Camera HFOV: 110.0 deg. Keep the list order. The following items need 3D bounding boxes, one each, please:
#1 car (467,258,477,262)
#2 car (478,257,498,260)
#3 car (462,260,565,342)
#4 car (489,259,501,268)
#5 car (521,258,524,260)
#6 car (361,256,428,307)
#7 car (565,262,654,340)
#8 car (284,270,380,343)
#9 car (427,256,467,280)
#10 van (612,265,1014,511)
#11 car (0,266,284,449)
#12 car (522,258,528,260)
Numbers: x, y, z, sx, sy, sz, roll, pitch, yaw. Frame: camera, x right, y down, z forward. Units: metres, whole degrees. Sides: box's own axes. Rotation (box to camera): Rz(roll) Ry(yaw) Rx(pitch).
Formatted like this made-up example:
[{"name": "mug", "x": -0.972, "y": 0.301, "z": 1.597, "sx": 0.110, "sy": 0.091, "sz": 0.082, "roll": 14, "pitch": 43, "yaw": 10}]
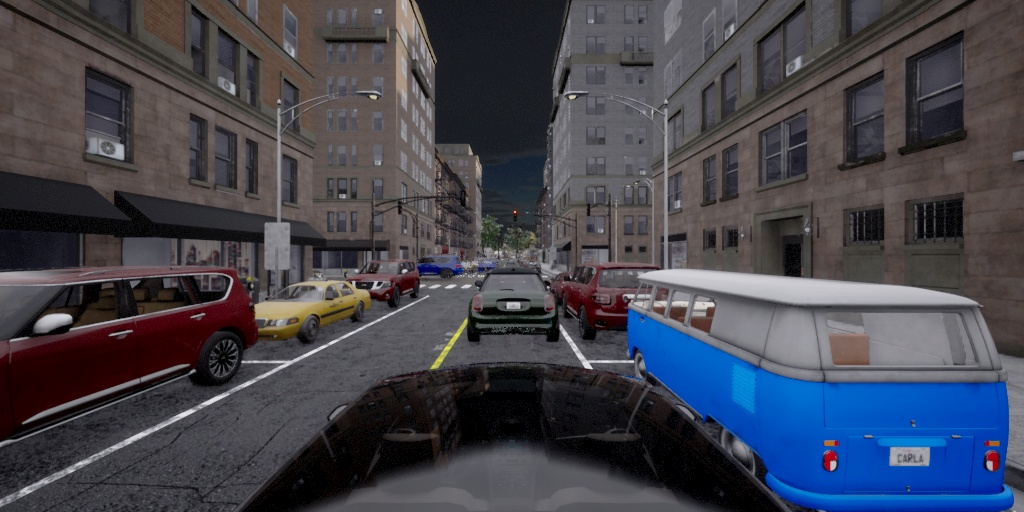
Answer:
[{"name": "car", "x": -5.501, "y": 1.272, "z": 42.405, "sx": 1.751, "sy": 1.417, "sz": 4.829, "roll": 0, "pitch": 0, "yaw": 0}, {"name": "car", "x": -2.930, "y": 1.224, "z": 42.824, "sx": 1.882, "sy": 1.535, "sz": 5.008, "roll": 0, "pitch": 0, "yaw": 0}, {"name": "car", "x": 0.017, "y": 1.101, "z": 9.940, "sx": 2.097, "sy": 1.767, "sz": 4.553, "roll": 0, "pitch": 0, "yaw": 0}, {"name": "car", "x": -2.944, "y": 1.311, "z": 62.851, "sx": 1.994, "sy": 1.385, "sz": 4.181, "roll": 0, "pitch": 0, "yaw": 0}, {"name": "car", "x": 2.541, "y": 1.291, "z": 48.074, "sx": 1.888, "sy": 1.381, "sz": 4.507, "roll": 0, "pitch": 0, "yaw": 0}, {"name": "car", "x": -5.429, "y": 1.063, "z": 15.568, "sx": 2.192, "sy": 1.841, "sz": 5.009, "roll": 0, "pitch": 0, "yaw": 0}, {"name": "car", "x": 2.621, "y": 1.064, "z": 9.905, "sx": 2.192, "sy": 1.841, "sz": 5.009, "roll": 0, "pitch": 0, "yaw": 0}, {"name": "car", "x": -5.416, "y": 1.275, "z": 9.719, "sx": 1.751, "sy": 1.417, "sz": 4.829, "roll": 0, "pitch": 0, "yaw": 0}, {"name": "car", "x": -6.974, "y": 0.995, "z": 30.691, "sx": 5.566, "sy": 2.045, "sz": 2.150, "roll": 0, "pitch": 0, "yaw": 0}, {"name": "van", "x": 2.633, "y": 1.091, "z": 4.226, "sx": 1.690, "sy": 1.789, "sz": 3.998, "roll": 0, "pitch": 0, "yaw": 0}, {"name": "car", "x": -5.403, "y": 1.064, "z": 4.212, "sx": 2.192, "sy": 1.841, "sz": 5.009, "roll": 0, "pitch": 0, "yaw": 0}, {"name": "car", "x": 2.552, "y": 1.297, "z": 42.593, "sx": 2.007, "sy": 1.370, "sz": 4.403, "roll": 0, "pitch": 0, "yaw": 0}]
